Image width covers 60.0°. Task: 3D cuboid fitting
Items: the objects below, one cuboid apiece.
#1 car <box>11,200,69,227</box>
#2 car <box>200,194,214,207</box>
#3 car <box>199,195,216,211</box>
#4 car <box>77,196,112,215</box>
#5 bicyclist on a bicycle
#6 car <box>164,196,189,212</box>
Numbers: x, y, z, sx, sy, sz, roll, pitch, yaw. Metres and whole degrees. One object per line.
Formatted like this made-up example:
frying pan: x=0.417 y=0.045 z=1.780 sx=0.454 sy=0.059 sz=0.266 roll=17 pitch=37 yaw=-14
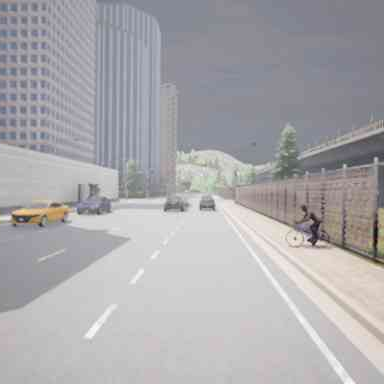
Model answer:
car: x=-9.698 y=1.313 z=21.601 sx=1.882 sy=1.535 sz=5.008 roll=1 pitch=0 yaw=2
car: x=2.297 y=1.233 z=50.494 sx=2.097 sy=1.767 sz=4.553 roll=1 pitch=0 yaw=3
car: x=1.827 y=1.398 z=39.872 sx=2.128 sy=1.511 sz=4.902 roll=1 pitch=0 yaw=2
car: x=-9.229 y=1.163 z=31.673 sx=2.097 sy=1.767 sz=4.553 roll=1 pitch=0 yaw=3
bicyclist on a bicycle: x=4.393 y=1.315 z=12.588 sx=1.656 sy=1.620 sz=0.582 roll=0 pitch=0 yaw=3
car: x=-1.849 y=1.227 z=37.184 sx=2.097 sy=1.767 sz=4.553 roll=1 pitch=0 yaw=3
